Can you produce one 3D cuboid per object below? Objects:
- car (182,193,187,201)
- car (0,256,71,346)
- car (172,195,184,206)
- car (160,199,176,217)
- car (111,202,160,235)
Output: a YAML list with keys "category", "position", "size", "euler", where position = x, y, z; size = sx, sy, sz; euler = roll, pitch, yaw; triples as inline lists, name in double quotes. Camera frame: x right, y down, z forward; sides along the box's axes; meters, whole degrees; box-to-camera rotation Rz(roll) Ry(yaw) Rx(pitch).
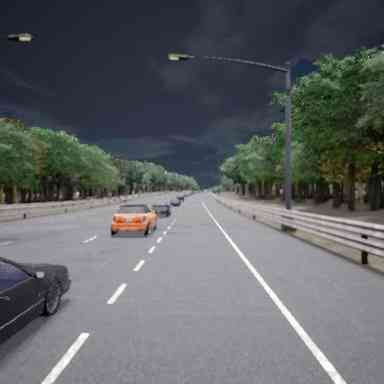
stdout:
- category: "car"
  position: [-2.806, 1.451, 80.972]
  size: [1.882, 1.535, 5.008]
  euler: [0, 1, 1]
- category: "car"
  position: [-3.472, 1.586, 4.530]
  size: [2.033, 1.411, 5.357]
  euler: [0, 0, 0]
- category: "car"
  position: [-3.000, 1.822, 59.726]
  size: [1.994, 1.385, 4.181]
  euler: [0, 0, 0]
- category: "car"
  position: [-3.209, 1.776, 35.072]
  size: [2.128, 1.511, 4.902]
  euler: [0, 0, 0]
- category: "car"
  position: [-3.340, 1.519, 19.903]
  size: [2.097, 1.767, 4.553]
  euler: [0, 0, 0]
